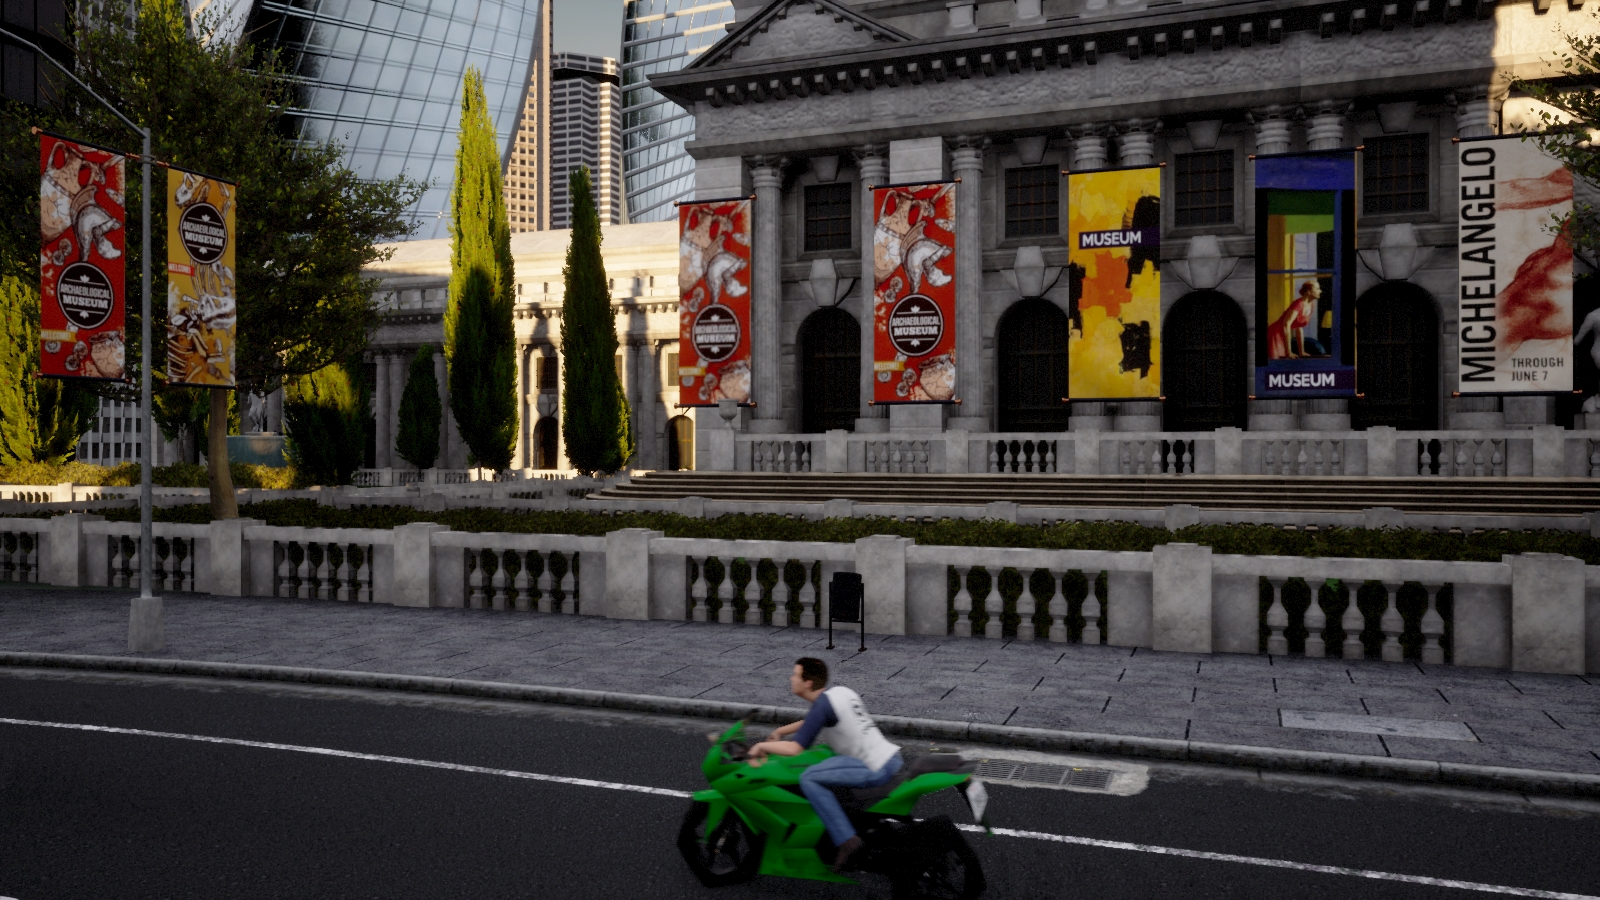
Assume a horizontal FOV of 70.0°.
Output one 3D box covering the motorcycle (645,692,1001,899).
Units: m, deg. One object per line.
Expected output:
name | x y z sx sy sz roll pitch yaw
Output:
motorcycle | 0.145 2.213 7.015 2.033 1.145 0.803 0 0 21
